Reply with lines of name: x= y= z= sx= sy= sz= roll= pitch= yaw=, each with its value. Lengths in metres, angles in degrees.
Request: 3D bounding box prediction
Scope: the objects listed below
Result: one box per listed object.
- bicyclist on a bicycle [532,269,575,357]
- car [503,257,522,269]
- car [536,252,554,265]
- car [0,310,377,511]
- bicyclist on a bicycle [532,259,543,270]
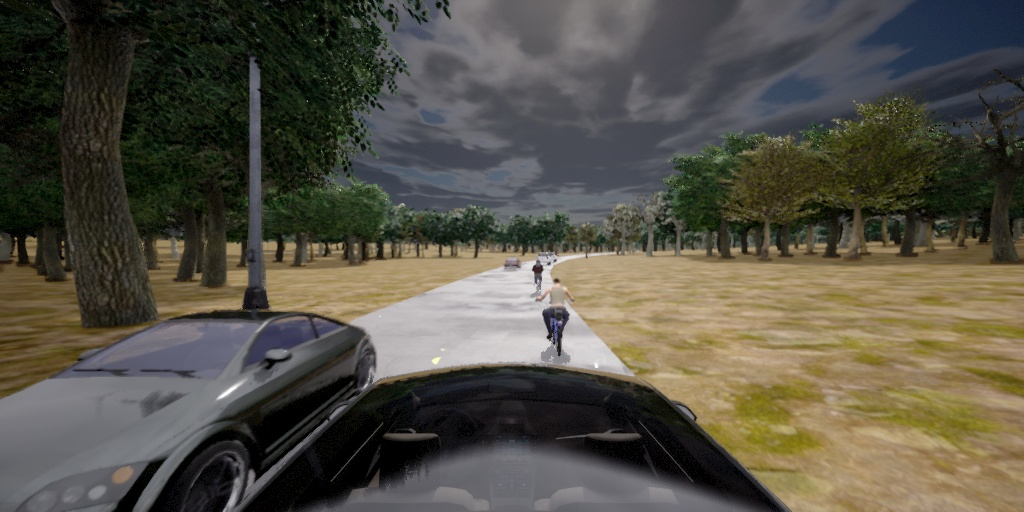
bicyclist on a bicycle: x=0.925 y=1.167 z=7.507 sx=0.866 sy=1.612 sz=1.509 roll=0 pitch=0 yaw=1
car: x=0.105 y=0.887 z=47.059 sx=1.812 sy=1.442 sz=4.674 roll=0 pitch=1 yaw=8
car: x=5.327 y=0.440 z=59.821 sx=2.150 sy=2.045 sz=5.566 roll=0 pitch=1 yaw=10
car: x=-3.041 y=1.307 z=3.746 sx=1.994 sy=1.385 sz=4.181 roll=0 pitch=0 yaw=1
bicyclist on a bicycle: x=1.340 y=1.038 z=18.539 sx=0.659 sy=1.776 sz=1.843 roll=0 pitch=1 yaw=3
